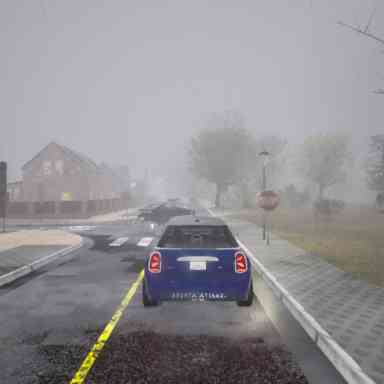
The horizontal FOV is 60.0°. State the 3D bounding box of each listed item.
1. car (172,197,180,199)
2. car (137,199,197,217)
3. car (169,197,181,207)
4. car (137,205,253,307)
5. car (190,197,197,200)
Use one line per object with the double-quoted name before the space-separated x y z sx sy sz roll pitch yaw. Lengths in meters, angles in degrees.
"car" -2.721 1.577 42.462 1.837 1.490 4.892 0 0 1
"car" -1.695 1.519 23.566 2.128 1.511 4.902 1 0 41
"car" -2.688 1.617 54.224 1.837 1.490 4.892 0 0 -1
"car" 0.115 1.358 8.158 2.097 1.767 4.553 0 0 0
"car" 0.244 1.738 74.867 2.033 1.411 5.357 0 0 0
